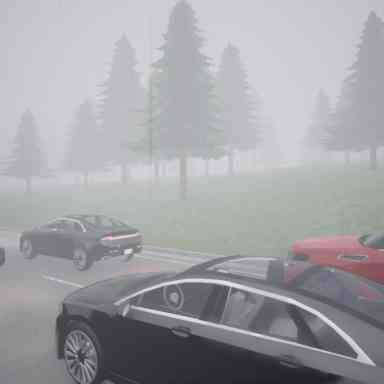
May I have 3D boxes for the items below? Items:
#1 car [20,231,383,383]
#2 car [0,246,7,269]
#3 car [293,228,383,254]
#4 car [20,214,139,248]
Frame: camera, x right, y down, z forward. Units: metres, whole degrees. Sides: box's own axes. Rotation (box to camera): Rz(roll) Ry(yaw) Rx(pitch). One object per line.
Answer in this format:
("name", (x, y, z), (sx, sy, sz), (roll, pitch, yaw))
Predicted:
("car", (0.445, 1.491, 3.676), (4.902, 1.511, 2.128), (0, 0, 36))
("car", (-7.078, 1.600, 9.025), (4.718, 1.301, 1.895), (0, 0, 36))
("car", (4.254, 1.222, 5.256), (5.566, 2.045, 2.150), (0, 0, 36))
("car", (-3.791, 1.491, 10.968), (4.902, 1.511, 2.128), (0, 0, 36))
